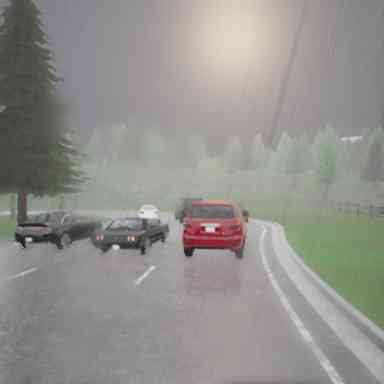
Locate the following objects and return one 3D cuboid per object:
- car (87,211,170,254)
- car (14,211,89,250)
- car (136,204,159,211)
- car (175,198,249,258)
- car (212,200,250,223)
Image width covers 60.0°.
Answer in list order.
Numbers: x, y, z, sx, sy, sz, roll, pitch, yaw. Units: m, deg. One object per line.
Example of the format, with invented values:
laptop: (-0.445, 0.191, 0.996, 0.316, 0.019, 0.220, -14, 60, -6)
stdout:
car: (-2.357, 1.730, 14.242, 1.895, 1.301, 4.718, 0, -1, 10)
car: (-5.758, 1.624, 15.043, 2.128, 1.511, 4.902, 0, 0, 11)
car: (-3.750, 1.782, 28.206, 1.812, 1.442, 4.674, 0, 0, -10)
car: (1.073, 1.344, 13.556, 2.150, 2.045, 5.566, 0, 0, 10)
car: (3.266, 1.623, 28.874, 2.097, 1.767, 4.553, 0, -1, -9)
